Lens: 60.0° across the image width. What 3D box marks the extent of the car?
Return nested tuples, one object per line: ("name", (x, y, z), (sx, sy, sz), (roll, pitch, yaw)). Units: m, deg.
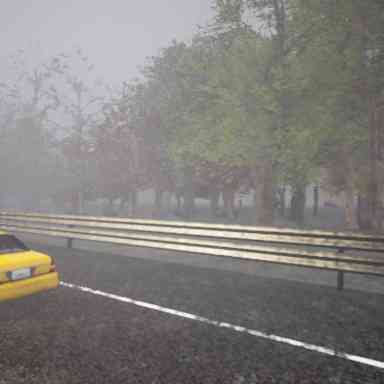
("car", (-5.247, 1.495, 7.588), (5.366, 1.575, 1.801), (0, 0, 35))
